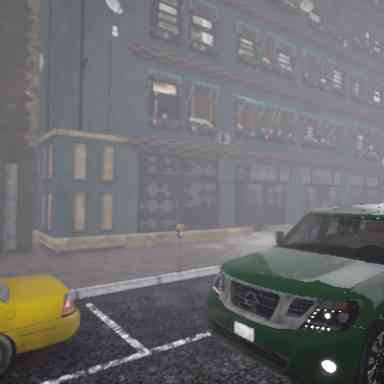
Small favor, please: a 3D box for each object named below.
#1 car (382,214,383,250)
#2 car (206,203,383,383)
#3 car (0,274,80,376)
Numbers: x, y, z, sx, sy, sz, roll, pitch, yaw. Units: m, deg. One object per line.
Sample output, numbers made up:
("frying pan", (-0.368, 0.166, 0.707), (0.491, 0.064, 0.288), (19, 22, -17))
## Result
("car", (9.820, 1.578, 13.541), (4.507, 1.381, 1.887), (0, 1, -35))
("car", (2.849, 1.232, 5.388), (5.566, 2.045, 2.150), (0, 0, -35))
("car", (-3.853, 1.523, 3.794), (4.829, 1.417, 1.752), (0, 1, -35))
